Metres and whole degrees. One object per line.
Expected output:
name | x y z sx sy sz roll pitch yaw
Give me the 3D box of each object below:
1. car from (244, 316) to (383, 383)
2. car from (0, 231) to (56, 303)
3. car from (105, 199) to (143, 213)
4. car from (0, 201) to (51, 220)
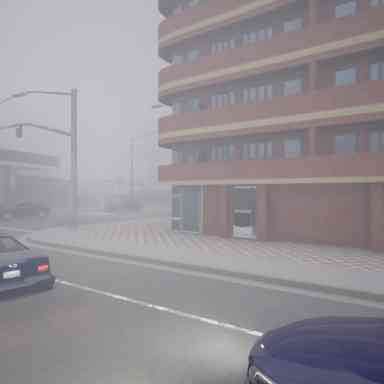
car | 2.605 1.537 2.135 4.674 1.442 1.812 0 0 35
car | -5.246 1.545 7.633 5.357 1.411 2.033 0 0 38
car | -7.665 1.526 37.728 1.837 1.490 4.892 0 0 34
car | -14.371 1.502 27.871 1.837 1.490 4.892 0 0 34
